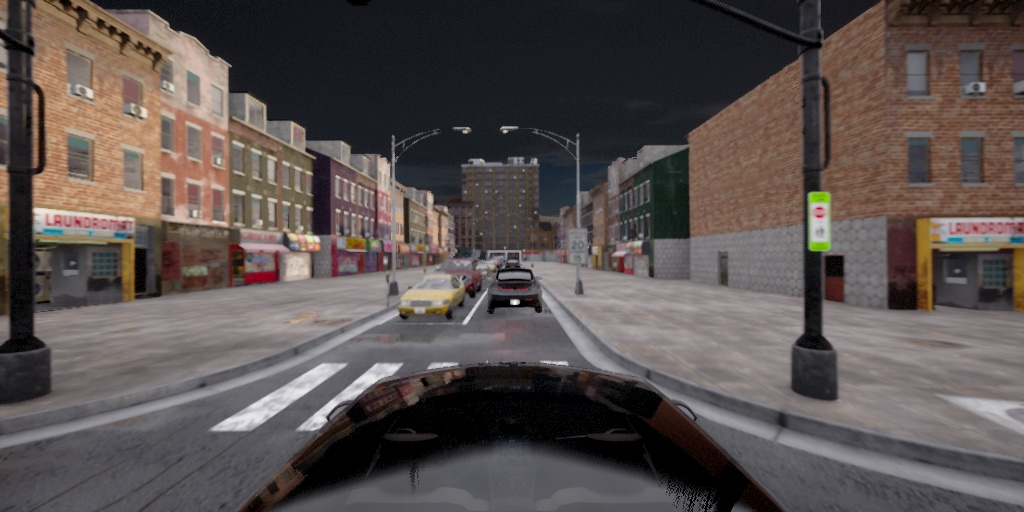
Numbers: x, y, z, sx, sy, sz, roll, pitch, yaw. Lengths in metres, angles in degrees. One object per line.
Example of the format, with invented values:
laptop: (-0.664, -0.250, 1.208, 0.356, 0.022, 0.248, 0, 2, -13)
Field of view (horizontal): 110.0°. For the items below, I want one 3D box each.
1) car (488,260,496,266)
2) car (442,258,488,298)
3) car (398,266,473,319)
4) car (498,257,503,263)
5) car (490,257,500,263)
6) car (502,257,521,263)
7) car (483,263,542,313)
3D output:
car: (-2.636, 1.220, 29.188, 2.007, 1.370, 4.403, 0, 0, 0)
car: (-2.638, 1.013, 18.300, 2.192, 1.841, 5.009, 0, 0, 0)
car: (-2.638, 1.240, 12.687, 1.751, 1.417, 4.829, 0, 0, 0)
car: (-2.634, 1.169, 50.964, 1.888, 1.381, 4.507, 0, 0, 0)
car: (-2.635, 1.171, 39.905, 1.751, 1.417, 4.829, 0, 0, 0)
car: (0.096, 1.095, 43.412, 1.882, 1.535, 5.008, 0, 0, 0)
car: (0.093, 1.194, 13.719, 1.837, 1.490, 4.892, 0, 0, 0)
